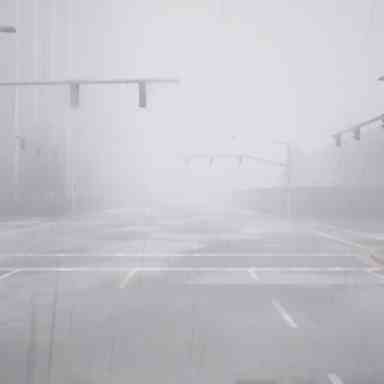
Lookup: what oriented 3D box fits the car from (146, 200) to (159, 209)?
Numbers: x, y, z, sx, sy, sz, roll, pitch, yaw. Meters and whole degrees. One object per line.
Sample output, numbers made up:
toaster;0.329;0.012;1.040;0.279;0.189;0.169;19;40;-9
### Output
car;-6.994;2.162;59.364;1.837;1.490;4.892;0;0;0
